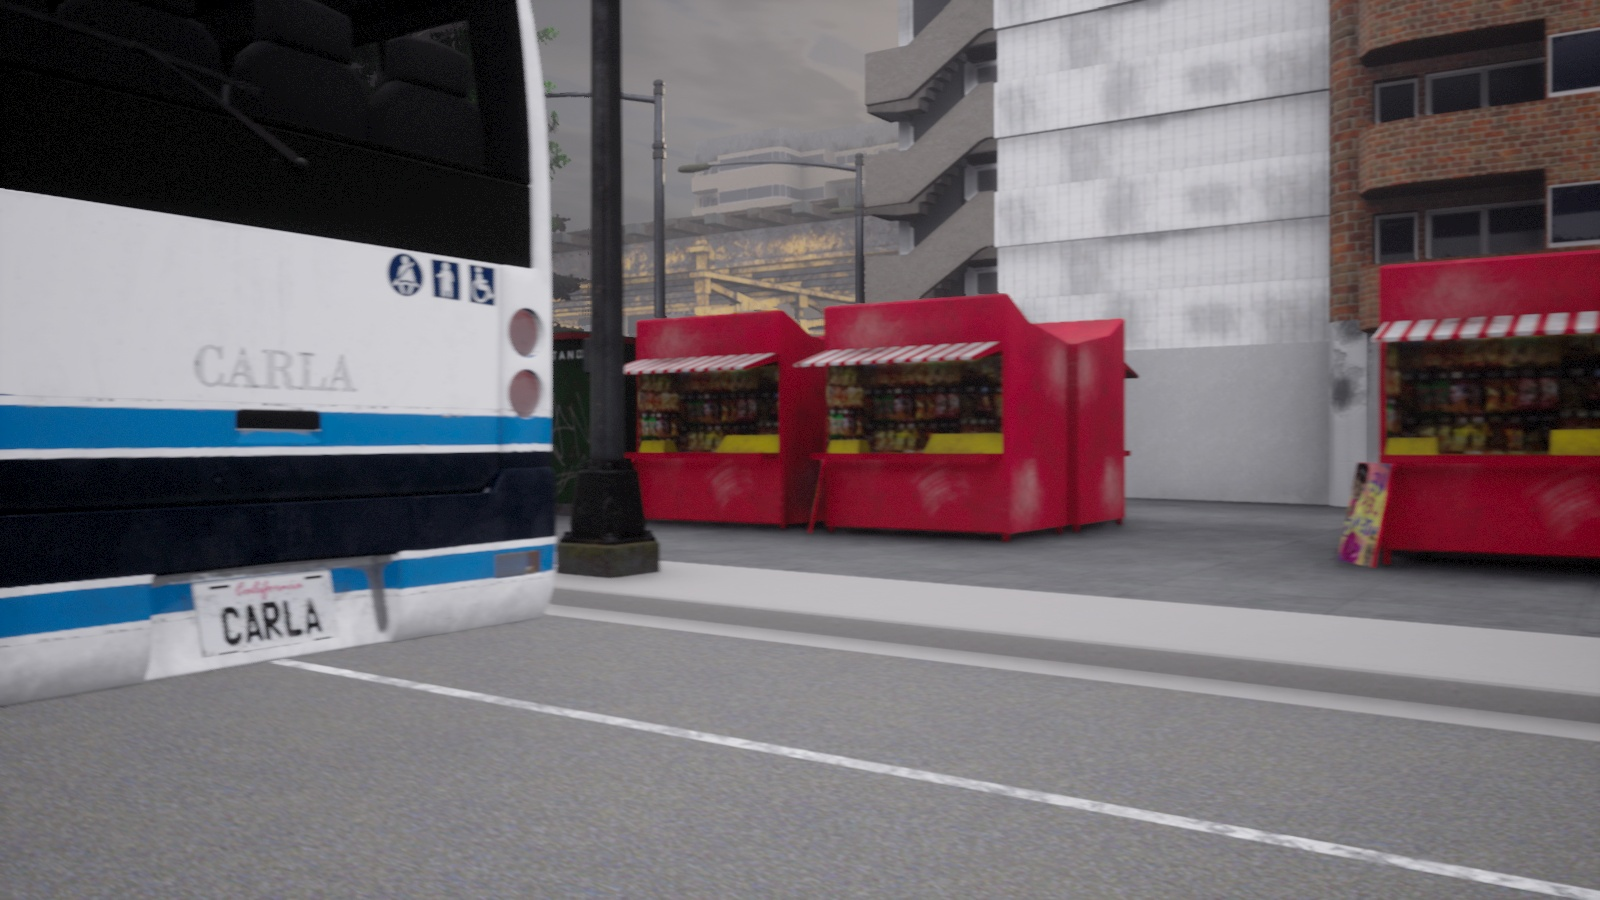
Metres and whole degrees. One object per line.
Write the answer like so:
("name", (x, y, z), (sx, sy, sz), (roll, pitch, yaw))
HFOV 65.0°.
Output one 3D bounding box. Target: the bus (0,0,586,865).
("bus", (-6.562, -0.681, 7.991), (10.273, 4.253, 3.944), (0, 1, 33))
